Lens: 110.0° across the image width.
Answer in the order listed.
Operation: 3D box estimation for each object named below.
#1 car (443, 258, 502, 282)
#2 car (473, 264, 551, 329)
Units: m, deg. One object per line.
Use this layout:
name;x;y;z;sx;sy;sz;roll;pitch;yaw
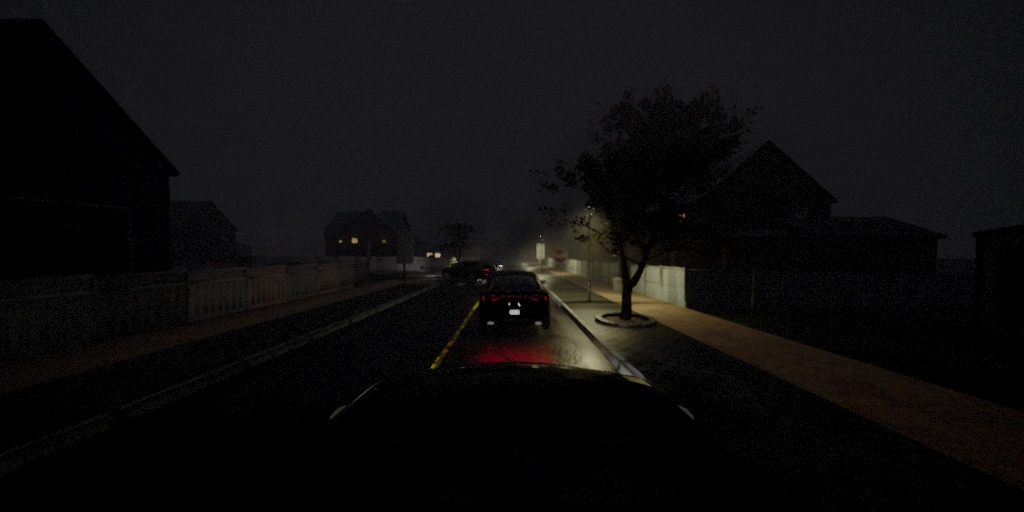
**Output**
car;-3.287;1.139;27.197;4.892;1.490;1.837;1;-2;42
car;0.068;1.180;11.093;1.882;1.535;5.008;0;0;0
